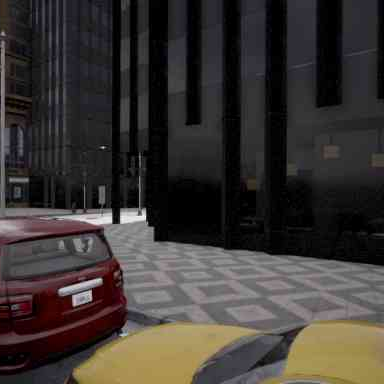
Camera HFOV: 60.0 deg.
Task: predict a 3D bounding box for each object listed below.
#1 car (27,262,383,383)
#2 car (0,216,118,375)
[{"bbox_3d":[1.064,1.525,2.200,4.829,1.417,1.752,0,0,35],"label":"car"},{"bbox_3d":[-3.217,1.314,5.249,5.009,1.841,2.192,0,0,35],"label":"car"}]
